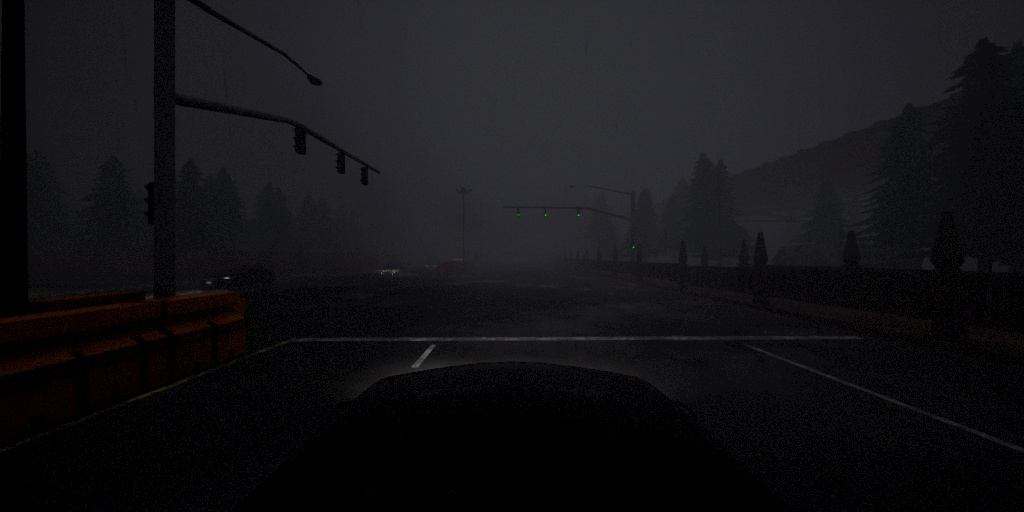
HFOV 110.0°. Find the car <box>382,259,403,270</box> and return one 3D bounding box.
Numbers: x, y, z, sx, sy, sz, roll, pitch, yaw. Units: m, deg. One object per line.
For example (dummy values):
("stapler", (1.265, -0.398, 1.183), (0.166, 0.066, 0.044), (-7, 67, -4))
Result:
("car", (-17.523, 1.276, 52.725), (1.882, 1.535, 5.008), (0, 1, 0))

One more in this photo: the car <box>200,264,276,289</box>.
("car", (-17.514, 1.289, 23.184), (2.128, 1.511, 4.902), (0, 0, 0))
